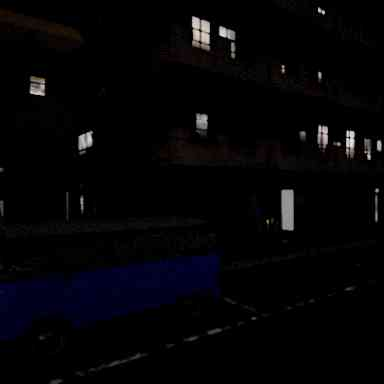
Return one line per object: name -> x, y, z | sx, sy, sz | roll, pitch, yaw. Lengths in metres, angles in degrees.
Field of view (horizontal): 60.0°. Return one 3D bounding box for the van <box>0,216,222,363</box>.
van -> -1.372, 1.340, 5.592 | 3.998, 1.788, 1.690 | 0, 0, -36
